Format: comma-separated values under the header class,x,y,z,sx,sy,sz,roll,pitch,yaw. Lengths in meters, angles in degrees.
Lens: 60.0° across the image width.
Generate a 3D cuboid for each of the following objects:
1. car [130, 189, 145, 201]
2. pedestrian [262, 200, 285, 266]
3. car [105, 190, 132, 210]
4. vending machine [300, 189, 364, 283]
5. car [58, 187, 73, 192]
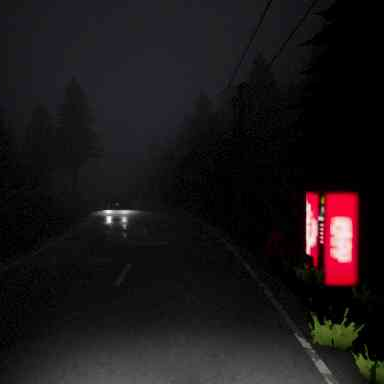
class,x,y,z,sx,sy,sz,roll,pitch,yaw
car,-7.180,0.343,41.903,2.128,1.511,4.902,-1,2,-21
pedestrian,2.172,1.053,8.876,0.375,1.860,0.375,0,2,-2
car,-6.585,0.767,29.018,1.994,1.385,4.181,0,2,-14
vending machine,3.279,0.978,7.880,1.100,2.100,0.880,0,2,-2
car,-23.649,-0.250,62.984,1.882,1.535,5.008,-1,2,-45
